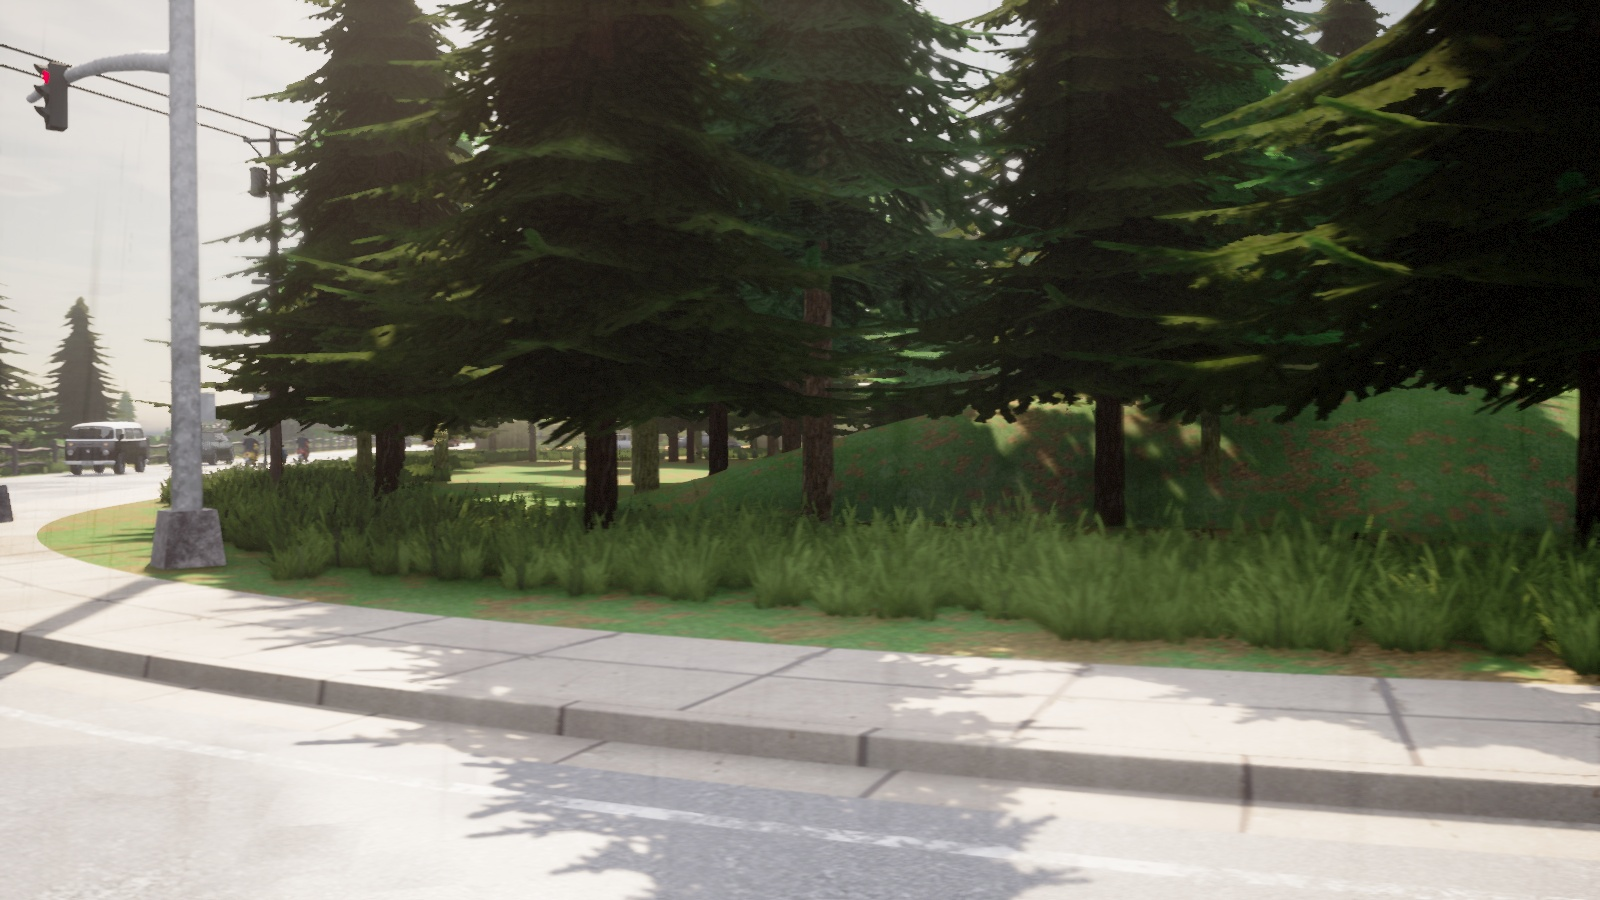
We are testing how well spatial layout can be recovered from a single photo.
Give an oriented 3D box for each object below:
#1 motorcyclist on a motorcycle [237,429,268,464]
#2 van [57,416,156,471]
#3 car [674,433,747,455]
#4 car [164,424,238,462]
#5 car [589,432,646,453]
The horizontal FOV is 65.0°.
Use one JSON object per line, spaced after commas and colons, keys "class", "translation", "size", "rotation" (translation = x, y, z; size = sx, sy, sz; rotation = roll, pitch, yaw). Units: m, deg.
{"class": "motorcyclist on a motorcycle", "translation": [-24.870, -0.178, 57.061], "size": [0.866, 1.590, 1.817], "rotation": [0, 1, -10]}
{"class": "van", "translation": [-26.764, -0.283, 48.625], "size": [2.069, 2.038, 4.480], "rotation": [0, 1, -11]}
{"class": "car", "translation": [-6.036, -0.397, 84.203], "size": [4.674, 1.442, 1.812], "rotation": [0, 1, -12]}
{"class": "car", "translation": [-29.185, -0.355, 61.318], "size": [2.097, 1.767, 4.553], "rotation": [0, 1, -10]}
{"class": "car", "translation": [-12.564, -0.517, 86.366], "size": [3.806, 1.475, 1.970], "rotation": [0, 1, -12]}
